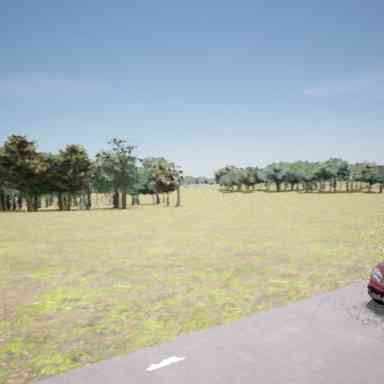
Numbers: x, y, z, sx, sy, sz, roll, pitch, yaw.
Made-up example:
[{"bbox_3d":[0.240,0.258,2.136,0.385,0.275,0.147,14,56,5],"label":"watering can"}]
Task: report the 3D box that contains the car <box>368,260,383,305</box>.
[{"bbox_3d":[5.541,1.521,6.901,4.674,1.442,1.812,0,0,-35],"label":"car"}]
